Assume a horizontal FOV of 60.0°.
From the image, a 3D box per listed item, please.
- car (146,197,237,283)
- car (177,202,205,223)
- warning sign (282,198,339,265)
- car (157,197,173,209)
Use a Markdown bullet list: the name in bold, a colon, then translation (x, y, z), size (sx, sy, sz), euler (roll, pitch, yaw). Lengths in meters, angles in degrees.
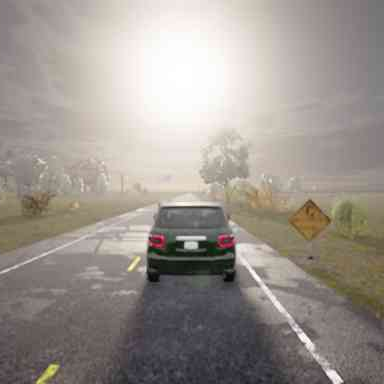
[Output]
- **car**: translation (-0.010, 1.227, 9.854), size (2.150, 2.045, 5.566), euler (0, 0, 0)
- **car**: translation (-0.097, 1.563, 27.046), size (2.033, 1.411, 5.357), euler (0, 0, 0)
- **warning sign**: translation (3.490, 1.117, 9.895), size (1.300, 1.860, 1.060), euler (0, 0, 0)
- **car**: translation (-3.875, 1.516, 48.336), size (1.882, 1.535, 5.008), euler (0, 0, 0)
